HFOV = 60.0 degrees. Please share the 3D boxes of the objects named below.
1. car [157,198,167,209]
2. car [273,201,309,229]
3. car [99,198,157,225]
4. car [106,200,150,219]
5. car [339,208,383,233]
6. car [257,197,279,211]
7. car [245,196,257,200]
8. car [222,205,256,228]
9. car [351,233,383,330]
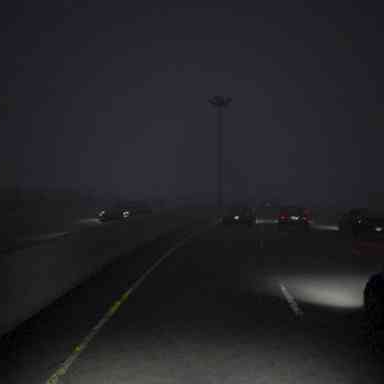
[{"bbox_3d":[-4.960,1.474,42.385,1.882,1.535,5.008,0,0,23],"label":"car"},{"bbox_3d":[6.564,1.573,21.819,2.033,1.411,5.357,0,0,15],"label":"car"},{"bbox_3d":[-4.292,1.344,22.051,2.097,1.767,4.553,0,0,14],"label":"car"},{"bbox_3d":[-5.670,1.495,30.292,1.837,1.490,4.892,0,0,17],"label":"car"},{"bbox_3d":[9.275,1.559,17.897,1.812,1.442,4.674,0,0,12],"label":"car"},{"bbox_3d":[9.860,1.544,40.891,2.163,1.488,4.792,0,0,23],"label":"car"},{"bbox_3d":[11.084,1.490,61.391,2.128,1.511,4.902,0,0,24],"label":"car"},{"bbox_3d":[3.299,1.580,22.780,1.994,1.385,4.181,0,0,14],"label":"car"},{"bbox_3d":[3.836,1.539,3.905,1.812,1.442,4.674,0,0,3],"label":"car"}]
